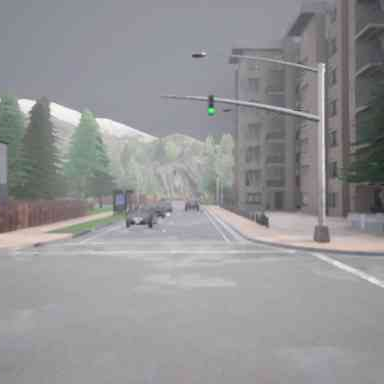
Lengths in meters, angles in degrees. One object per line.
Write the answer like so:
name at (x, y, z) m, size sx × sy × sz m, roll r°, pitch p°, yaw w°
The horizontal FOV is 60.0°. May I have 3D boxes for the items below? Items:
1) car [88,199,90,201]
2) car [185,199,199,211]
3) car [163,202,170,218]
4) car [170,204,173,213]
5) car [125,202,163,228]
car at (-24.993, 1.931, 79.905) m, size 1.932 × 1.855 × 4.605 m, roll 0°, pitch -1°, yaw -1°
car at (0.016, 1.818, 48.752) m, size 2.097 × 1.767 × 4.553 m, roll 0°, pitch -1°, yaw 0°
car at (-3.579, 1.924, 33.582) m, size 1.895 × 1.301 × 4.718 m, roll 0°, pitch -1°, yaw 0°
car at (-3.558, 1.982, 43.604) m, size 1.994 × 1.385 × 4.181 m, roll 0°, pitch -1°, yaw 0°
car at (-3.585, 1.726, 24.352) m, size 2.128 × 1.511 × 4.902 m, roll 0°, pitch -1°, yaw 0°
